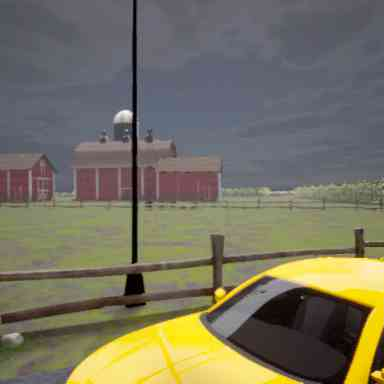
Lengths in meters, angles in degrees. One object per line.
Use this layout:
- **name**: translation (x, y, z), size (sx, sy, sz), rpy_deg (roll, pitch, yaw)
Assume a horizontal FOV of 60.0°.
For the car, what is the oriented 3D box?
- **car**: translation (1.377, 1.464, 3.183), size (5.008, 1.535, 1.882), rpy_deg (0, 0, -31)
